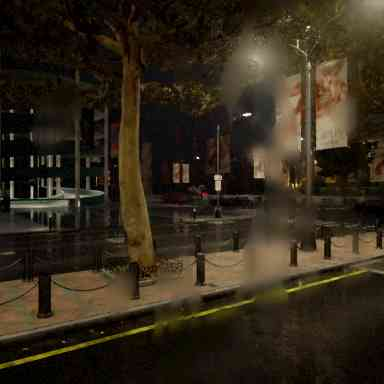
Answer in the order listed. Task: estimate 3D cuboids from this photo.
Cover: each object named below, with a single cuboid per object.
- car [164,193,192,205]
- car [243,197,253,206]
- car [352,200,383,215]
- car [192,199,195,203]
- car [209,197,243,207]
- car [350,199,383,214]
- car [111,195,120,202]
[{"bbox_3d":[-2.999,1.218,61.532,2.150,2.045,5.566,0,0,-39],"label":"car"},{"bbox_3d":[7.582,1.490,52.787,2.128,1.511,4.902,0,0,-35],"label":"car"},{"bbox_3d":[18.211,1.547,31.515,2.033,1.411,5.357,0,0,-35],"label":"car"},{"bbox_3d":[-1.663,1.548,65.639,2.033,1.411,5.357,0,0,-38],"label":"car"},{"bbox_3d":[4.823,1.547,50.646,2.033,1.411,5.357,0,0,-35],"label":"car"},{"bbox_3d":[19.885,1.547,35.229,2.033,1.411,5.357,0,0,-35],"label":"car"},{"bbox_3d":[-15.320,1.464,72.080,5.008,1.535,1.882,0,0,26],"label":"car"}]
